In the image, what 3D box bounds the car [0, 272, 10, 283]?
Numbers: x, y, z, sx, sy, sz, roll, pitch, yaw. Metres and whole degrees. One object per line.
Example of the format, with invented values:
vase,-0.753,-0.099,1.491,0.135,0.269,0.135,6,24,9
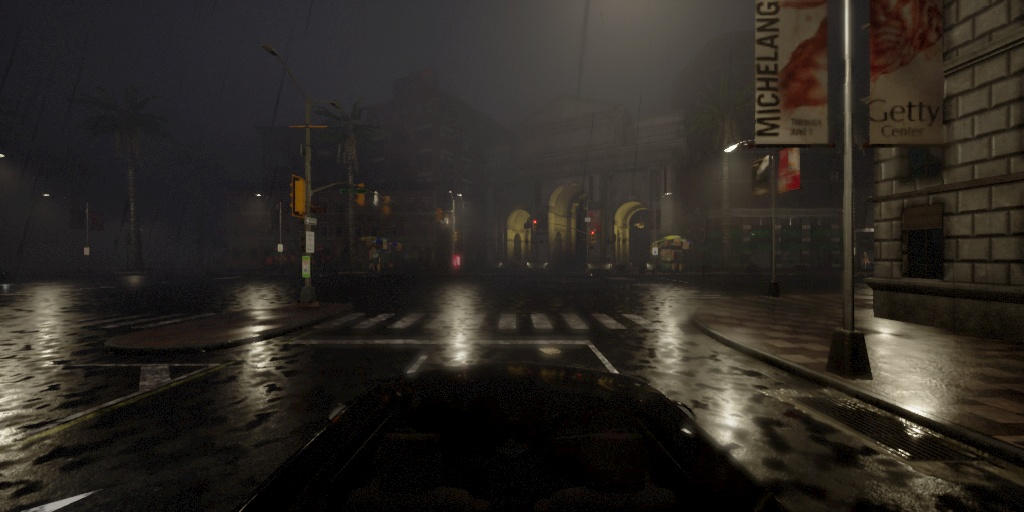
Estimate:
car,-38.875,1.351,25.271,4.718,1.301,1.895,0,0,0
